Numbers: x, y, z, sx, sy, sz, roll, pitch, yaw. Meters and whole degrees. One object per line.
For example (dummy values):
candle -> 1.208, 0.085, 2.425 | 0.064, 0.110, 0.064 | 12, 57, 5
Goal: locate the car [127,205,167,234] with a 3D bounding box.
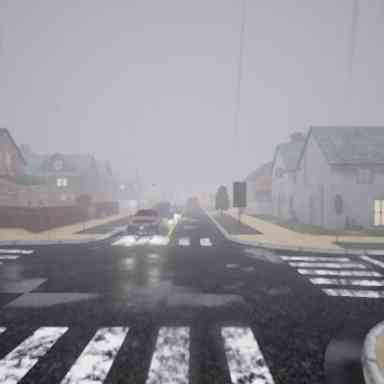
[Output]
car -> -2.833, 1.787, 21.104 | 1.812, 1.442, 4.674 | 0, -1, 0

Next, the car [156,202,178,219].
car -> -2.822, 1.758, 33.192 | 2.097, 1.767, 4.553 | 0, -1, 0

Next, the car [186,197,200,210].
car -> 0.142, 1.891, 55.600 | 2.150, 2.045, 5.566 | 0, -1, 0
